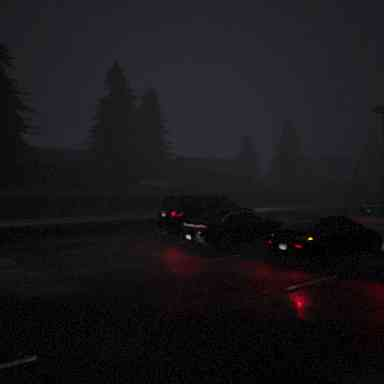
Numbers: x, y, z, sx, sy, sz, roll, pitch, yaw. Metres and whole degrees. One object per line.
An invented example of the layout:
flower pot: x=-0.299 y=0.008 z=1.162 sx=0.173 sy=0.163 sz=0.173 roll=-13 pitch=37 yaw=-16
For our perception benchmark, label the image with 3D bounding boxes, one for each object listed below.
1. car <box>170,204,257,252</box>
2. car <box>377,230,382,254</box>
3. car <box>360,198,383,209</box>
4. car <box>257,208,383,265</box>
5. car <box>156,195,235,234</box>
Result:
car: x=1.845 y=1.427 z=13.657 sx=4.902 sy=1.511 sz=2.128 roll=0 pitch=0 yaw=-35
car: x=7.024 y=1.452 z=8.753 sx=4.674 sy=1.442 sz=1.812 roll=0 pitch=0 yaw=-35
car: x=16.152 y=1.289 z=28.155 sx=4.902 sy=1.511 sz=2.128 roll=0 pitch=0 yaw=-35
car: x=4.599 y=1.455 z=11.322 sx=4.674 sy=1.442 sz=1.812 roll=0 pitch=0 yaw=-36
car: x=0.844 y=1.149 z=17.242 sx=5.566 sy=2.045 sz=2.150 roll=0 pitch=0 yaw=-35
